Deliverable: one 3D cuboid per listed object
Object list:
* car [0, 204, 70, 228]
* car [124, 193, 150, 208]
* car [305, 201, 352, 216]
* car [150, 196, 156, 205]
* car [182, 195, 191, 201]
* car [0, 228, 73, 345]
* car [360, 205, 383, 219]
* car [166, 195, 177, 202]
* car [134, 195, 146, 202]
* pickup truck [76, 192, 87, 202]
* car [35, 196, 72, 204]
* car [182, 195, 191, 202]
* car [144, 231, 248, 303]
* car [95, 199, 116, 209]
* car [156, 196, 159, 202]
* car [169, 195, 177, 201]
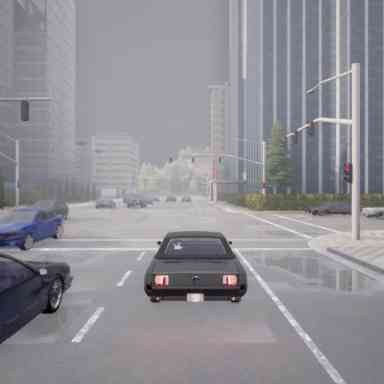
[{"bbox_3d":[-7.190,1.477,14.310,1.882,1.535,5.008,0,0,-1],"label":"car"},{"bbox_3d":[-7.924,1.221,48.177,2.150,2.045,5.566,0,0,-1],"label":"car"},{"bbox_3d":[13.582,1.547,31.573,5.357,1.411,2.033,0,0,-3],"label":"car"},{"bbox_3d":[-8.059,1.352,58.342,2.097,1.767,4.553,0,0,-1],"label":"car"},{"bbox_3d":[-1.389,1.540,84.784,2.033,1.411,5.357,0,0,-1],"label":"car"},{"bbox_3d":[-3.436,1.547,4.568,2.033,1.411,5.357,0,0,0],"label":"car"},{"bbox_3d":[16.937,1.601,28.066,4.718,1.301,1.895,0,0,0],"label":"car"},{"bbox_3d":[-4.721,1.500,74.548,1.837,1.490,4.892,0,0,-1],"label":"car"},{"bbox_3d":[-11.746,1.508,75.507,2.128,1.511,4.902,0,0,-1],"label":"car"},{"bbox_3d":[-24.771,1.058,69.220,2.390,2.098,6.274,0,0,30],"label":"pickup truck"},{"bbox_3d":[-10.925,1.352,25.137,2.097,1.767,4.553,0,0,-1],"label":"car"},{"bbox_3d":[-1.231,1.553,75.009,1.994,1.385,4.181,0,0,-1],"label":"car"},{"bbox_3d":[0.066,1.601,8.164,1.895,1.301,4.718,0,0,0],"label":"car"},{"bbox_3d":[-11.348,1.564,43.798,1.994,1.385,4.181,0,0,-1],"label":"car"},{"bbox_3d":[-8.200,1.551,72.583,1.994,1.385,4.181,0,0,-1],"label":"car"},{"bbox_3d":[-4.888,1.524,84.716,1.812,1.442,4.674,0,0,-1],"label":"car"}]
